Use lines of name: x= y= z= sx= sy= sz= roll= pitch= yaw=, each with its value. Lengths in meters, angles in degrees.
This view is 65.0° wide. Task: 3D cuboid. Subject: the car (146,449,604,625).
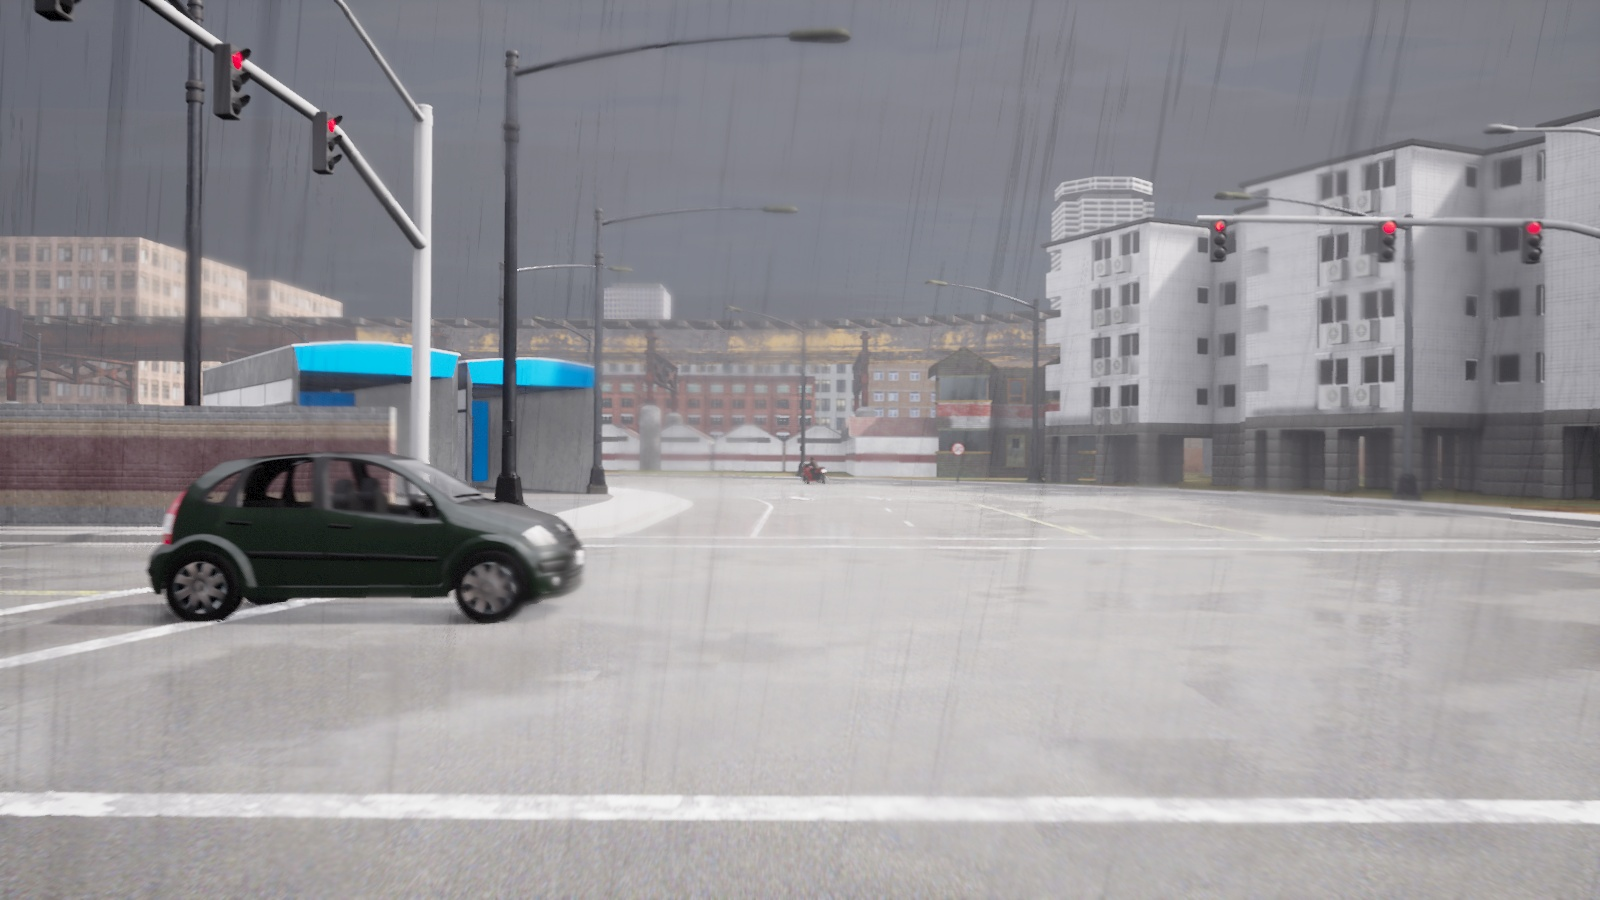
car: x=-4.100 y=0.817 z=12.628 sx=3.988 sy=1.617 sz=1.851 roll=0 pitch=0 yaw=-1

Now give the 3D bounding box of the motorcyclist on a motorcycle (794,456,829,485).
motorcyclist on a motorcycle: x=0.636 y=1.125 z=69.016 sx=0.797 sy=1.523 sz=2.044 roll=-1 pitch=0 yaw=-37
